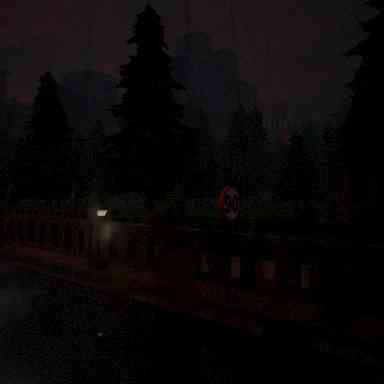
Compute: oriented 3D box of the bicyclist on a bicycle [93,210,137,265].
[{"bbox_3d":[-2.167,1.342,9.688,0.582,1.620,1.656,0,-3,37],"label":"bicyclist on a bicycle"}]
